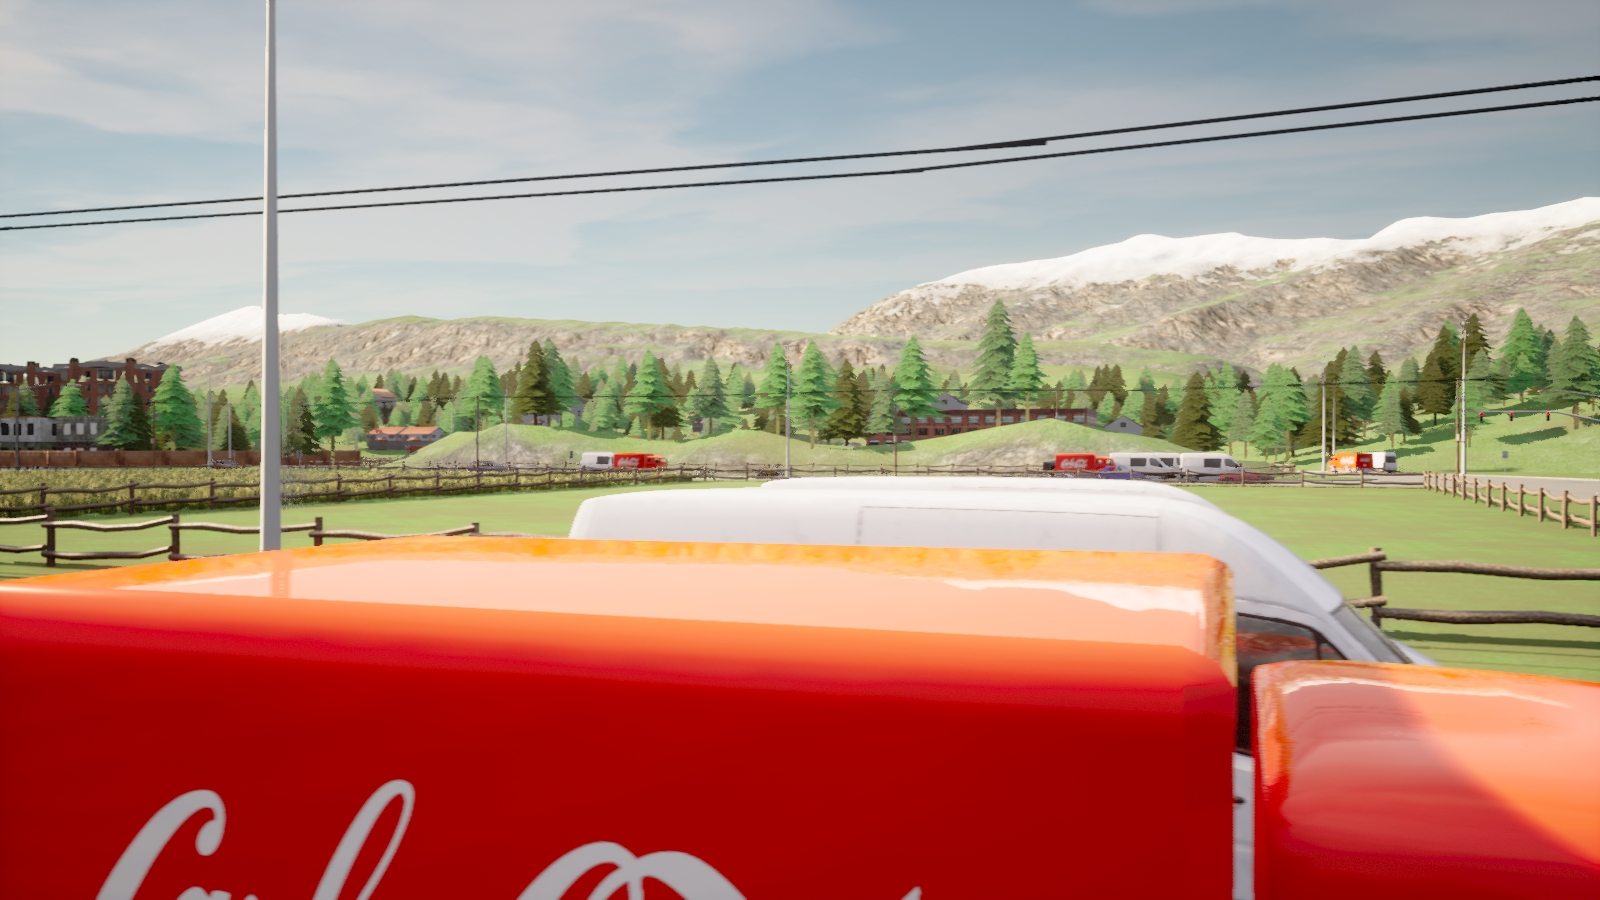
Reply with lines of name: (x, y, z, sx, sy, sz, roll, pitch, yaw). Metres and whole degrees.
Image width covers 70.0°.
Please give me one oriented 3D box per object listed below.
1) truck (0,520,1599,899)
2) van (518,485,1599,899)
truck: (0.383, 1.567, 3.230, 5.204, 2.467, 2.627, 0, 0, 21)
van: (1.502, 1.534, 6.472, 5.915, 2.561, 1.988, 0, 0, 20)
